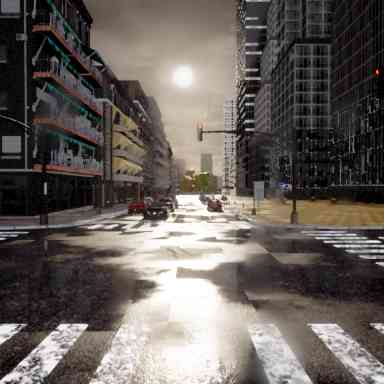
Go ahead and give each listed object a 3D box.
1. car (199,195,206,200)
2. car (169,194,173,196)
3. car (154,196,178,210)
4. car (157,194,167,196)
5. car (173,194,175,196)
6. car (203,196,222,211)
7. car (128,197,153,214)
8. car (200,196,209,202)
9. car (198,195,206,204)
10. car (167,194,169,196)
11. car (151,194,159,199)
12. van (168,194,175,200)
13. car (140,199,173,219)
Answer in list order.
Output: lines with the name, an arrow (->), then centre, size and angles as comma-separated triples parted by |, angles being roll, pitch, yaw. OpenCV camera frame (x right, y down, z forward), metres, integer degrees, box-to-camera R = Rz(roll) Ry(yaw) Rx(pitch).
car -> 2.811, 1.534, 92.058 | 1.752, 1.417, 4.829 | -1, 0, 0
car -> -5.576, 1.583, 69.249 | 1.802, 1.307, 4.206 | -1, 0, 0
car -> -3.025, 1.500, 39.039 | 1.837, 1.490, 4.892 | 0, 0, 0
car -> -5.611, 1.312, 52.303 | 2.192, 1.841, 5.009 | -1, 0, 0
car -> -5.549, 1.321, 86.196 | 2.192, 1.841, 5.009 | -1, 0, 0
car -> 2.719, 1.540, 41.046 | 1.887, 1.381, 4.507 | -1, 0, 0
car -> -5.638, 1.540, 35.355 | 1.887, 1.381, 4.507 | -1, 0, 0
car -> 2.781, 1.547, 74.940 | 1.887, 1.381, 4.507 | -1, 0, 0
car -> 2.761, 1.550, 63.642 | 2.008, 1.369, 4.403 | -1, 0, 0
car -> -5.599, 1.438, 57.950 | 1.967, 1.590, 4.097 | -1, 0, 0
car -> -5.629, 1.436, 41.004 | 1.967, 1.590, 4.097 | -1, 0, 0
van -> -5.539, 1.350, 91.844 | 1.690, 1.788, 3.998 | -1, 0, 0
car -> -3.048, 1.560, 29.129 | 1.994, 1.385, 4.181 | 0, 0, 0
